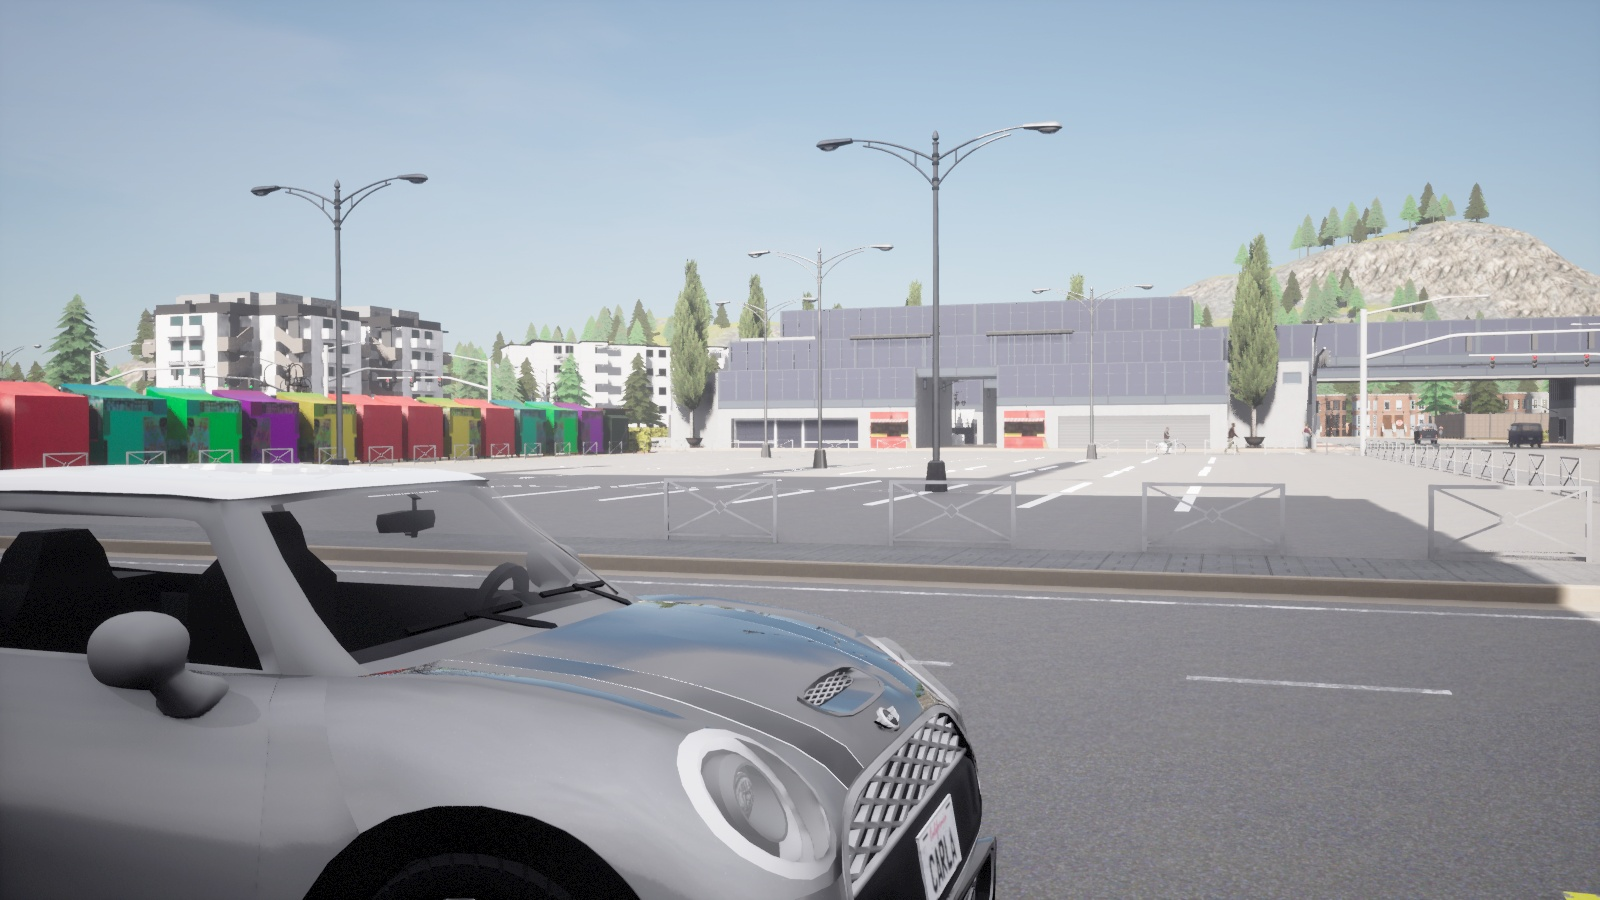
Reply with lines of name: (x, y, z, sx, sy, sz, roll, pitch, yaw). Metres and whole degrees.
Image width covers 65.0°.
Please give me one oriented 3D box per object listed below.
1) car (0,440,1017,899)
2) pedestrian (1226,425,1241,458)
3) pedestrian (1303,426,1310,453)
car: (-1.428, 0.728, 3.672, 3.806, 1.475, 1.970, 1, 1, 18)
pedestrian: (24.142, -0.489, 69.929, 0.703, 1.840, 0.431, 0, 1, 10)
pedestrian: (34.628, -0.705, 85.877, 0.345, 1.836, 0.594, 0, 1, 9)
